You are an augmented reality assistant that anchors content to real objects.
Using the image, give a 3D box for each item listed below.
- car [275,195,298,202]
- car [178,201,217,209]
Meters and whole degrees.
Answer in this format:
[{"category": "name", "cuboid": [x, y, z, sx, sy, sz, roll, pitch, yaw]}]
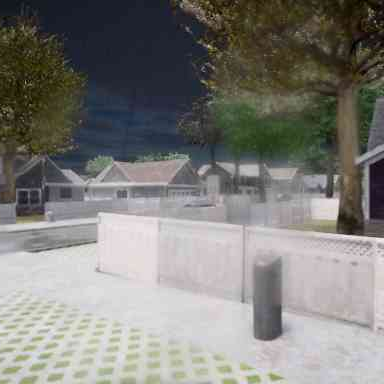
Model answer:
[{"category": "car", "cuboid": [13.270, 1.154, 46.564, 2.097, 1.767, 4.553, 0, 0, 36]}, {"category": "car", "cuboid": [0.500, 1.469, 28.794, 1.994, 1.385, 4.181, 0, 0, 35]}]
